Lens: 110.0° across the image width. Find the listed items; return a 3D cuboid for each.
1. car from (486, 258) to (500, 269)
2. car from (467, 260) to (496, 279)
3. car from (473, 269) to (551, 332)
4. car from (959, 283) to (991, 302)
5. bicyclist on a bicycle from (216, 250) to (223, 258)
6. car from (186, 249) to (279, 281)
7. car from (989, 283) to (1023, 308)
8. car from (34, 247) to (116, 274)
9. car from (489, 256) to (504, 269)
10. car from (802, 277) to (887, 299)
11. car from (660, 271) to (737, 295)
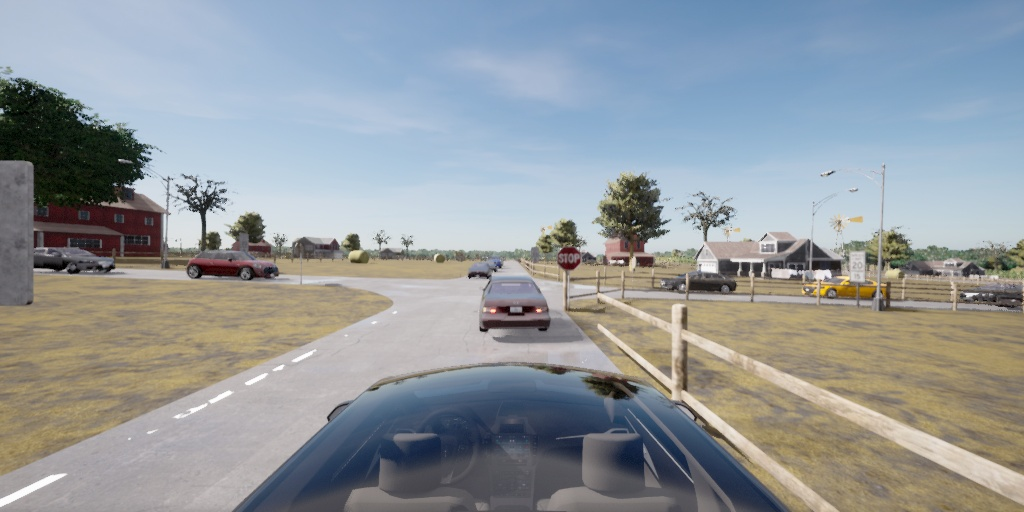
[{"bbox_3d":[-2.829,1.266,43.926,1.812,1.442,4.674,0,0,0],"label":"car"},{"bbox_3d":[-2.839,1.289,32.199,2.033,1.411,5.357,0,0,0],"label":"car"},{"bbox_3d":[-0.032,1.293,10.844,2.033,1.411,5.357,0,0,-3],"label":"car"},{"bbox_3d":[33.894,2.632,24.633,4.902,1.511,2.128,2,0,0],"label":"car"},{"bbox_3d":[-22.612,0.390,27.618,0.582,1.620,1.656,2,0,0],"label":"bicyclist on a bicycle"},{"bbox_3d":[-16.693,0.499,21.638,4.553,1.767,2.097,2,0,0],"label":"car"},{"bbox_3d":[32.720,2.596,21.691,4.892,1.490,1.837,2,0,0],"label":"car"},{"bbox_3d":[-26.947,0.258,21.626,4.902,1.511,2.128,2,0,0],"label":"car"},{"bbox_3d":[-2.780,0.968,56.713,2.150,2.045,5.566,0,0,0],"label":"car"},{"bbox_3d":[22.803,2.164,24.629,5.008,1.535,1.882,2,0,0],"label":"car"},{"bbox_3d":[12.708,1.790,24.570,4.892,1.490,1.837,2,0,-2],"label":"car"}]
